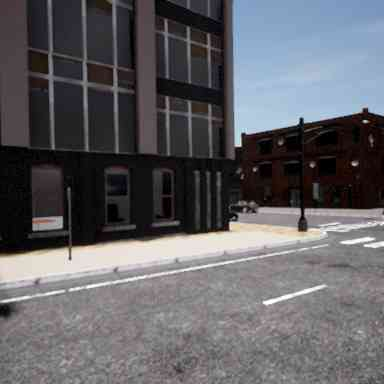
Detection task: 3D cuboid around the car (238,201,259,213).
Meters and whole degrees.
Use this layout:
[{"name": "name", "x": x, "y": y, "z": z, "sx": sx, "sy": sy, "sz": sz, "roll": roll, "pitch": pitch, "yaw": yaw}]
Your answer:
[{"name": "car", "x": 5.742, "y": 1.700, "z": 38.428, "sx": 2.008, "sy": 1.369, "sz": 4.403, "roll": -2, "pitch": 1, "yaw": -37}]

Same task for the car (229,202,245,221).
[{"name": "car", "x": 2.109, "y": 1.784, "z": 28.839, "sx": 1.947, "sy": 1.339, "sz": 4.313, "roll": -2, "pitch": 1, "yaw": -37}]
